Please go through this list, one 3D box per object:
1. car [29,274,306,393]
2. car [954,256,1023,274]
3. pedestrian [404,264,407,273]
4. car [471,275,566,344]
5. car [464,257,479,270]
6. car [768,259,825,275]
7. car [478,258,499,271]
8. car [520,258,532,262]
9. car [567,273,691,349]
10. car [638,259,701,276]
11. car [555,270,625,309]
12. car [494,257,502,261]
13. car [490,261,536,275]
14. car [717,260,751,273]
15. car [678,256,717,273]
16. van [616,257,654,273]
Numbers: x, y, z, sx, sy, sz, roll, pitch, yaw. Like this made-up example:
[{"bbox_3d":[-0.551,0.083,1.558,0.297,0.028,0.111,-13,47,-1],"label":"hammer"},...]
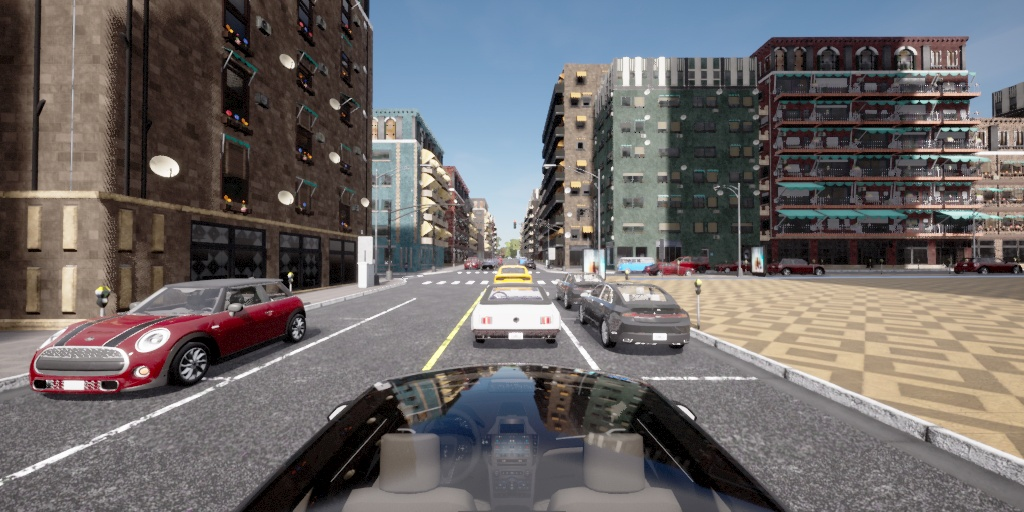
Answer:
[{"bbox_3d":[-5.830,1.191,6.756,1.967,1.591,4.097,0,0,0],"label":"car"},{"bbox_3d":[41.281,0.811,31.093,4.097,1.591,1.967,0,0,0],"label":"car"},{"bbox_3d":[-12.618,1.097,42.705,0.375,1.860,0.375,0,0,0],"label":"pedestrian"},{"bbox_3d":[0.082,1.353,9.593,1.895,1.301,4.718,0,0,0],"label":"car"},{"bbox_3d":[-5.801,1.083,52.794,2.192,1.841,5.009,0,0,0],"label":"car"},{"bbox_3d":[24.699,0.936,31.176,4.097,1.591,1.967,0,0,0],"label":"car"},{"bbox_3d":[-3.222,1.368,50.464,1.895,1.301,4.718,0,0,1],"label":"car"},{"bbox_3d":[2.580,1.334,52.773,1.948,1.339,4.313,0,0,0],"label":"car"},{"bbox_3d":[2.805,1.303,9.011,2.007,1.370,4.403,0,0,0],"label":"car"},{"bbox_3d":[13.644,1.163,31.231,4.207,1.307,1.802,0,0,0],"label":"car"},{"bbox_3d":[2.793,1.304,14.580,2.007,1.370,4.403,0,0,0],"label":"car"},{"bbox_3d":[-3.211,1.319,60.157,2.033,1.411,5.357,0,0,0],"label":"car"},{"bbox_3d":[0.055,1.233,19.047,1.882,1.535,5.008,0,0,0],"label":"car"},{"bbox_3d":[24.743,1.165,39.556,4.507,1.381,1.888,0,0,0],"label":"car"},{"bbox_3d":[19.215,0.977,39.583,5.009,1.841,2.192,0,0,0],"label":"car"},{"bbox_3d":[13.688,1.046,39.611,3.998,1.789,1.690,0,0,0],"label":"van"}]
